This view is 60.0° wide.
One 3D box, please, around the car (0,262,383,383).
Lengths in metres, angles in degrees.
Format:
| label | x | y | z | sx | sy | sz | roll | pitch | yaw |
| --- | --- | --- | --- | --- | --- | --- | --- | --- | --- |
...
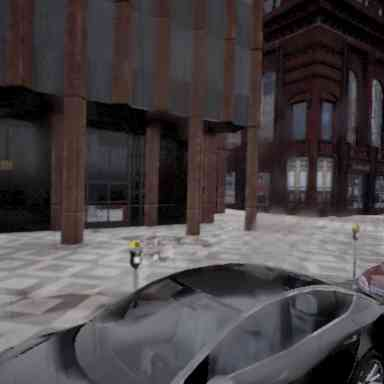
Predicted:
| label | x | y | z | sx | sy | sz | roll | pitch | yaw |
| --- | --- | --- | --- | --- | --- | --- | --- | --- | --- |
| car | 0.212 | 1.494 | 3.212 | 4.313 | 1.339 | 1.947 | 1 | 1 | -34 |
